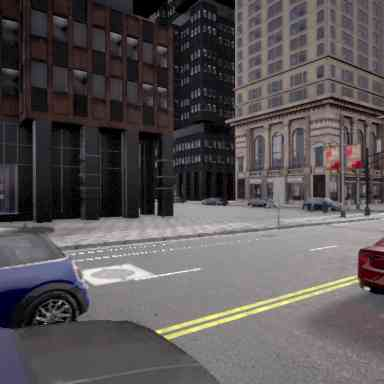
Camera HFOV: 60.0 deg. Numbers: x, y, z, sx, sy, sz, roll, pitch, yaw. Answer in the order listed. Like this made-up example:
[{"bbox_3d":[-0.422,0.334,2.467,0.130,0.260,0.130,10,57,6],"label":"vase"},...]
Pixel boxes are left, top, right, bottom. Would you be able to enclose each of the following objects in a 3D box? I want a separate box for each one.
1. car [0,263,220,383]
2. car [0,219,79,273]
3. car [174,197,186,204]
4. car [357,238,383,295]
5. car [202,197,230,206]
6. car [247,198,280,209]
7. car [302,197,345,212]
[{"bbox_3d":[-2.275,1.547,1.821,5.357,1.411,2.033,0,0,-35],"label":"car"},{"bbox_3d":[-3.970,1.351,4.845,4.553,1.767,2.097,0,0,-36],"label":"car"},{"bbox_3d":[-3.331,1.610,63.942,2.033,1.411,5.357,0,0,-35],"label":"car"},{"bbox_3d":[5.738,1.477,7.541,5.008,1.535,1.882,0,0,-36],"label":"car"},{"bbox_3d":[3.735,1.593,53.863,2.033,1.411,5.357,0,0,-35],"label":"car"},{"bbox_3d":[9.708,1.525,45.412,2.128,1.511,4.902,0,0,-35],"label":"car"},{"bbox_3d":[14.988,1.376,37.949,2.097,1.767,4.553,0,0,-35],"label":"car"}]
